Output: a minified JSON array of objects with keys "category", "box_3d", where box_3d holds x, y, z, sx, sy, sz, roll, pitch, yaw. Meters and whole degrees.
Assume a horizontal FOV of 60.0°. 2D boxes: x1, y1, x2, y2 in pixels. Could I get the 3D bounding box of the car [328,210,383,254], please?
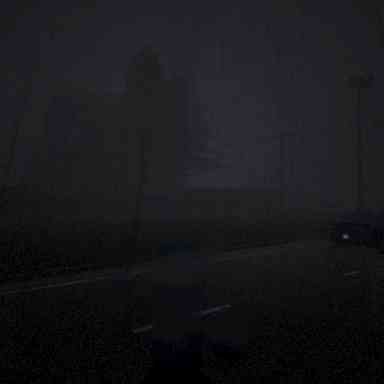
[{"category":"car","box_3d":[7.590,1.454,13.473,5.008,1.535,1.882,0,0,-35]}]
